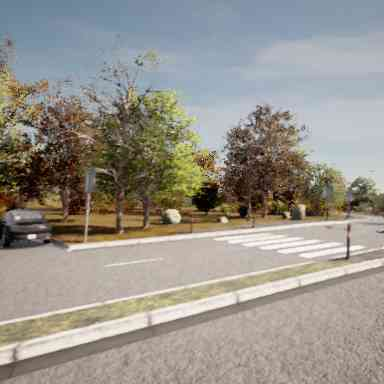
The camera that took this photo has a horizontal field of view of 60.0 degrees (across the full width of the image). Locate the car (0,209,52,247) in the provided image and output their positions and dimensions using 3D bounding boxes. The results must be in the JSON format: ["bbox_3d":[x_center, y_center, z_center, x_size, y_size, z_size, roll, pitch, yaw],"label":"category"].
[{"bbox_3d":[-7.928,1.560,15.557,2.231,1.521,4.892,0,0,-35],"label":"car"}]
